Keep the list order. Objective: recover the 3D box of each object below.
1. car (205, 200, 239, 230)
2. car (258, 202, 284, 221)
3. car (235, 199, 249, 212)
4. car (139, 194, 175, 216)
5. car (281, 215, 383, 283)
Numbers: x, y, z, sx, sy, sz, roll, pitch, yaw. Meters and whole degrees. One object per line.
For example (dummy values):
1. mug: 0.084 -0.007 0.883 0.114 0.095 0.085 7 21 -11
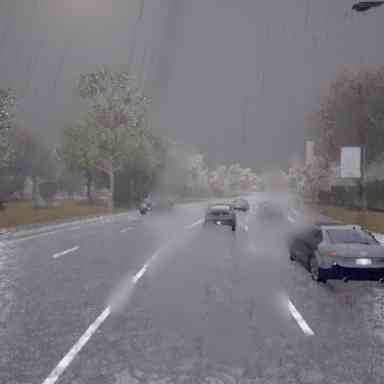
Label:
1. car: 1.891 1.498 21.195 1.837 1.490 4.892 0 0 8
2. car: 6.408 1.555 27.016 2.033 1.411 5.357 0 0 11
3. car: 5.623 1.559 39.313 1.994 1.385 4.181 0 0 14
4. car: -3.302 1.188 32.658 2.150 2.045 5.566 0 0 12
5. car: 4.097 1.571 9.656 1.994 1.385 4.181 0 0 4
